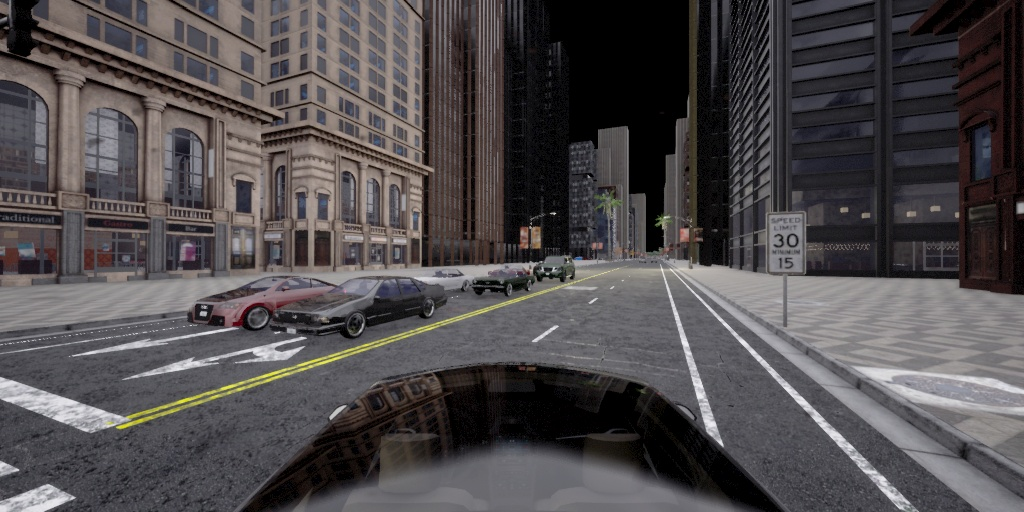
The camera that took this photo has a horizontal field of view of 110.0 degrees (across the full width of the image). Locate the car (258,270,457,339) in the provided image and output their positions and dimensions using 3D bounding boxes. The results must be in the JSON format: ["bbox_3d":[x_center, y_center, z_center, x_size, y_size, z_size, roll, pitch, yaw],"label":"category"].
[{"bbox_3d":[-3.969,1.299,10.542,2.033,1.411,5.357,0,0,22],"label":"car"}]

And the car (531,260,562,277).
[{"bbox_3d":[3.708,1.250,37.907,1.882,1.535,5.008,0,0,23],"label":"car"}]

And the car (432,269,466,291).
[{"bbox_3d":[-3.936,1.356,19.244,1.895,1.301,4.718,0,0,22],"label":"car"}]

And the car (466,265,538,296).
[{"bbox_3d":[-0.352,1.357,19.423,1.895,1.301,4.718,0,0,22],"label":"car"}]

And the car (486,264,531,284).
[{"bbox_3d":[-0.177,1.363,28.469,1.895,1.301,4.718,0,0,22],"label":"car"}]

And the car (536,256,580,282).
[{"bbox_3d":[3.686,0.986,29.328,2.150,2.045,5.566,0,0,22],"label":"car"}]

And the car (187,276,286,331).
[{"bbox_3d":[-7.236,1.315,11.128,1.994,1.385,4.181,0,0,22],"label":"car"}]
